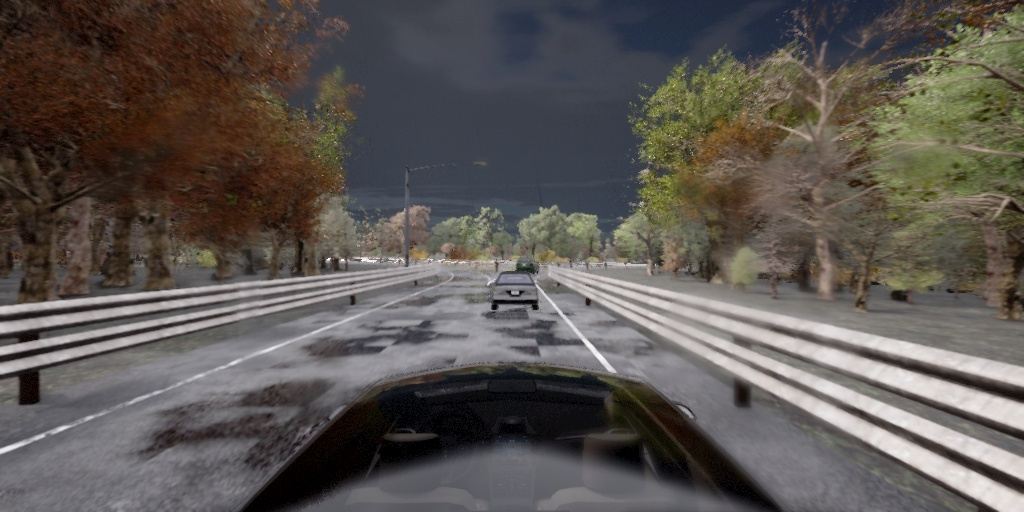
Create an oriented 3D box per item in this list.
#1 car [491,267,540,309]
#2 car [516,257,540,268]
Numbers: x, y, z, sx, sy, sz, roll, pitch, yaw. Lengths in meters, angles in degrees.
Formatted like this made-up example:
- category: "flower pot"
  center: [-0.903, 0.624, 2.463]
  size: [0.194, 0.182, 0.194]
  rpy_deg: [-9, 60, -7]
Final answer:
- category: "car"
  center: [0.109, 1.357, 15.281]
  size: [2.033, 1.411, 5.357]
  rpy_deg: [0, 0, 0]
- category: "car"
  center: [1.958, 1.201, 43.165]
  size: [2.150, 2.045, 5.566]
  rpy_deg: [0, -1, 12]
